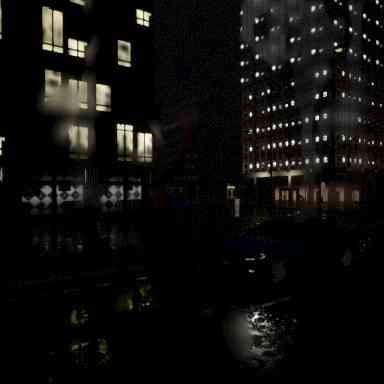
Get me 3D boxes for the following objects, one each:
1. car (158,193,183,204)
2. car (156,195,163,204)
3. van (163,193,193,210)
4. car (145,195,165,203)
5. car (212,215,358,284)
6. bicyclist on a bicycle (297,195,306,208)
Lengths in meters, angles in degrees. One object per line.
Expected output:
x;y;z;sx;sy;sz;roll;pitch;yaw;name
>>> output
-3.883;1.035;58.707;2.192;1.841;5.009;0;0;-34;car
-6.538;1.214;57.999;1.882;1.535;5.008;-1;1;-34;car
-1.474;1.210;40.252;1.690;1.788;3.998;0;0;-34;van
-6.996;1.238;63.289;1.887;1.381;4.507;0;0;-34;car
2.855;1.475;9.734;5.008;1.535;1.882;0;0;-36;car
12.917;1.117;39.213;1.656;1.620;0.582;-1;1;-34;bicyclist on a bicycle
